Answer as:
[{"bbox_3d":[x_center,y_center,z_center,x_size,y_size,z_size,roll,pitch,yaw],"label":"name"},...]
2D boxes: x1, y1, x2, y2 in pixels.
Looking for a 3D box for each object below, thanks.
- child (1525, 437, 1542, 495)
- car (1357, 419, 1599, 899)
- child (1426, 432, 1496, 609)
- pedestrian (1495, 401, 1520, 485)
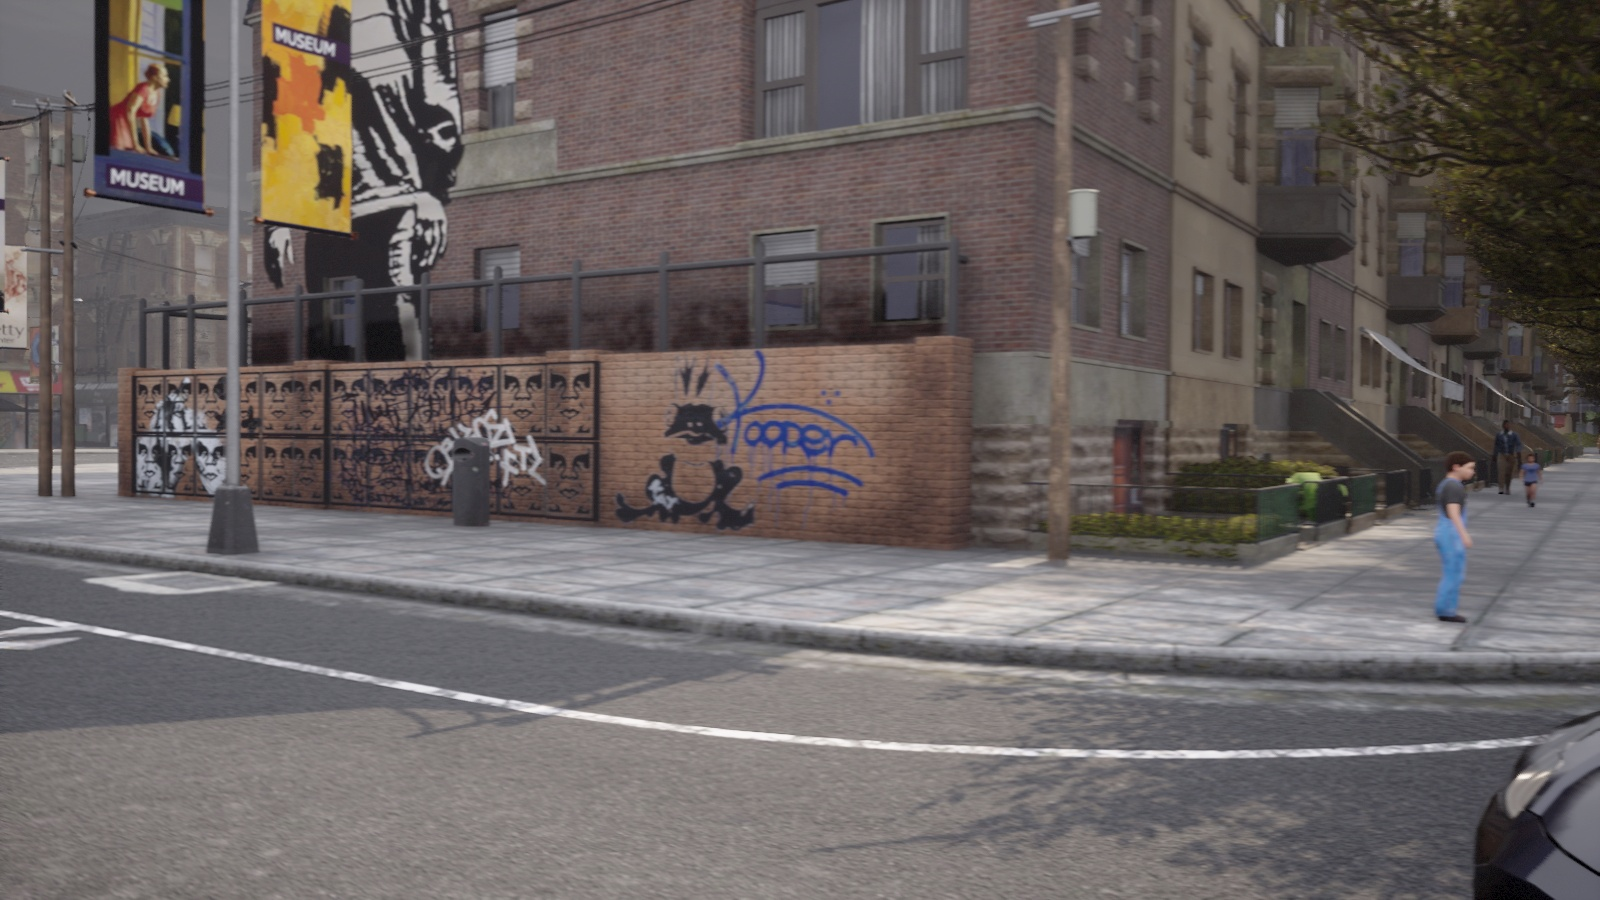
[{"bbox_3d":[14.170,0.309,24.251,0.255,1.110,0.394,0,1,34],"label":"child"},{"bbox_3d":[3.797,0.668,2.079,4.792,1.488,2.163,-1,1,3],"label":"car"},{"bbox_3d":[4.800,0.500,9.134,0.437,1.263,0.270,0,1,26],"label":"child"},{"bbox_3d":[16.638,-0.166,29.538,0.423,1.949,0.788,0,1,35],"label":"pedestrian"}]
